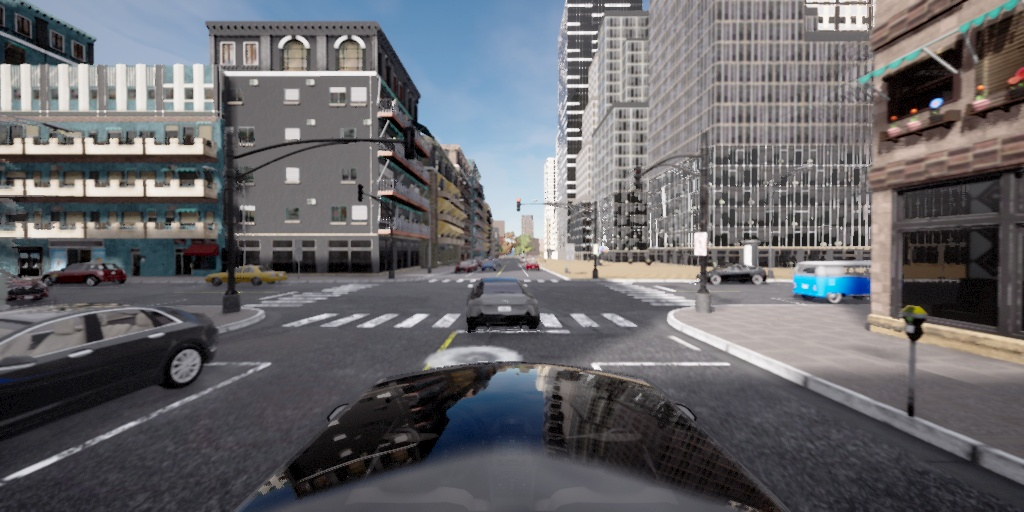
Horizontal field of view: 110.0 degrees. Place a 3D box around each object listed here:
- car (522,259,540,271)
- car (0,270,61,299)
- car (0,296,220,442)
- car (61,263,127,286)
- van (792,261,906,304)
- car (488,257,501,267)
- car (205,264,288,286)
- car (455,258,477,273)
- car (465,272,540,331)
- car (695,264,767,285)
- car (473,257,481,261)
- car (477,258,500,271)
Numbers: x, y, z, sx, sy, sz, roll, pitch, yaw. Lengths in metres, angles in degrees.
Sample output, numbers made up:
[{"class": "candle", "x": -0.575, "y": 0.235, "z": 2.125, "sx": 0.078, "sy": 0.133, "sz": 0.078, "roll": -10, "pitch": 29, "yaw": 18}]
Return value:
[{"class": "car", "x": 2.726, "y": 1.265, "z": 47.894, "sx": 1.888, "sy": 1.381, "sz": 4.507, "roll": 0, "pitch": 0, "yaw": 0}, {"class": "car", "x": -23.214, "y": 1.293, "z": 15.757, "sx": 4.097, "sy": 1.591, "sz": 1.967, "roll": 0, "pitch": 0, "yaw": 0}, {"class": "car", "x": -5.689, "y": 1.298, "z": 4.135, "sx": 2.007, "sy": 1.370, "sz": 4.403, "roll": 0, "pitch": 0, "yaw": 0}, {"class": "car", "x": -28.748, "y": 1.177, "z": 24.136, "sx": 4.097, "sy": 1.591, "sz": 1.967, "roll": 0, "pitch": 0, "yaw": 0}, {"class": "van", "x": 14.709, "y": 1.109, "z": 15.759, "sx": 3.998, "sy": 1.789, "sz": 1.690, "roll": 0, "pitch": 0, "yaw": 0}, {"class": "car", "x": -2.943, "y": 1.278, "z": 63.516, "sx": 1.994, "sy": 1.385, "sz": 4.181, "roll": 0, "pitch": 0, "yaw": 1}, {"class": "car", "x": -17.850, "y": 1.234, "z": 24.137, "sx": 4.829, "sy": 1.417, "sz": 1.751, "roll": 0, "pitch": 0, "yaw": 0}, {"class": "car", "x": -5.630, "y": 1.268, "z": 42.201, "sx": 1.888, "sy": 1.381, "sz": 4.507, "roll": 0, "pitch": 0, "yaw": 0}, {"class": "car", "x": -0.415, "y": 1.331, "z": 11.018, "sx": 1.994, "sy": 1.385, "sz": 4.181, "roll": 0, "pitch": -1, "yaw": -7}, {"class": "car", "x": 14.709, "y": 1.204, "z": 24.139, "sx": 4.313, "sy": 1.339, "sz": 1.948, "roll": 0, "pitch": 0, "yaw": 0}, {"class": "car", "x": -5.622, "y": 1.160, "z": 47.850, "sx": 1.967, "sy": 1.591, "sz": 4.097, "roll": 0, "pitch": 0, "yaw": 0}, {"class": "car", "x": -3.021, "y": 1.267, "z": 47.487, "sx": 2.033, "sy": 1.411, "sz": 5.357, "roll": 0, "pitch": 0, "yaw": 0}]
